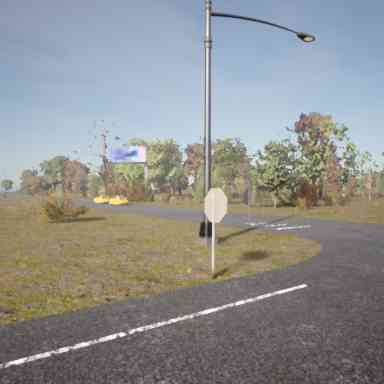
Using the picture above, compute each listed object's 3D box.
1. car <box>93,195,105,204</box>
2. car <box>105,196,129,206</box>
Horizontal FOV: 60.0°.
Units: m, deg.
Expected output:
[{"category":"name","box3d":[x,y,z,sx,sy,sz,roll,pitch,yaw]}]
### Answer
[{"category":"car","box3d":[-16.502,1.365,60.862,1.882,1.535,5.008,0,0,-34]},{"category":"car","box3d":[-11.922,1.380,54.123,1.882,1.535,5.008,0,0,-33]}]
